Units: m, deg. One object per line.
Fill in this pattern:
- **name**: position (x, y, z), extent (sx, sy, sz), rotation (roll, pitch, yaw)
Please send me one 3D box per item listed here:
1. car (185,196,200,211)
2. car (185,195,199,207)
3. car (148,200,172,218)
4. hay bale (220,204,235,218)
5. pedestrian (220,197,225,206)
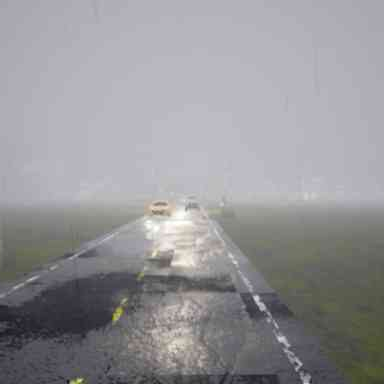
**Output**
- **car**: position (0.045, 1.577, 41.256), extent (2.033, 1.411, 5.357), rotation (0, 0, 1)
- **car**: position (0.007, 1.386, 51.728), extent (2.097, 1.767, 4.553), rotation (0, 0, 0)
- **car**: position (-2.840, 1.501, 30.473), extent (1.882, 1.535, 5.008), rotation (0, 0, 0)
- **hay bale**: position (3.130, 1.678, 29.461), extent (1.220, 1.180, 1.240), rotation (0, 0, 0)
- **pedestrian**: position (2.828, 1.322, 30.561), extent (0.375, 1.860, 0.375), rotation (0, 0, 4)
